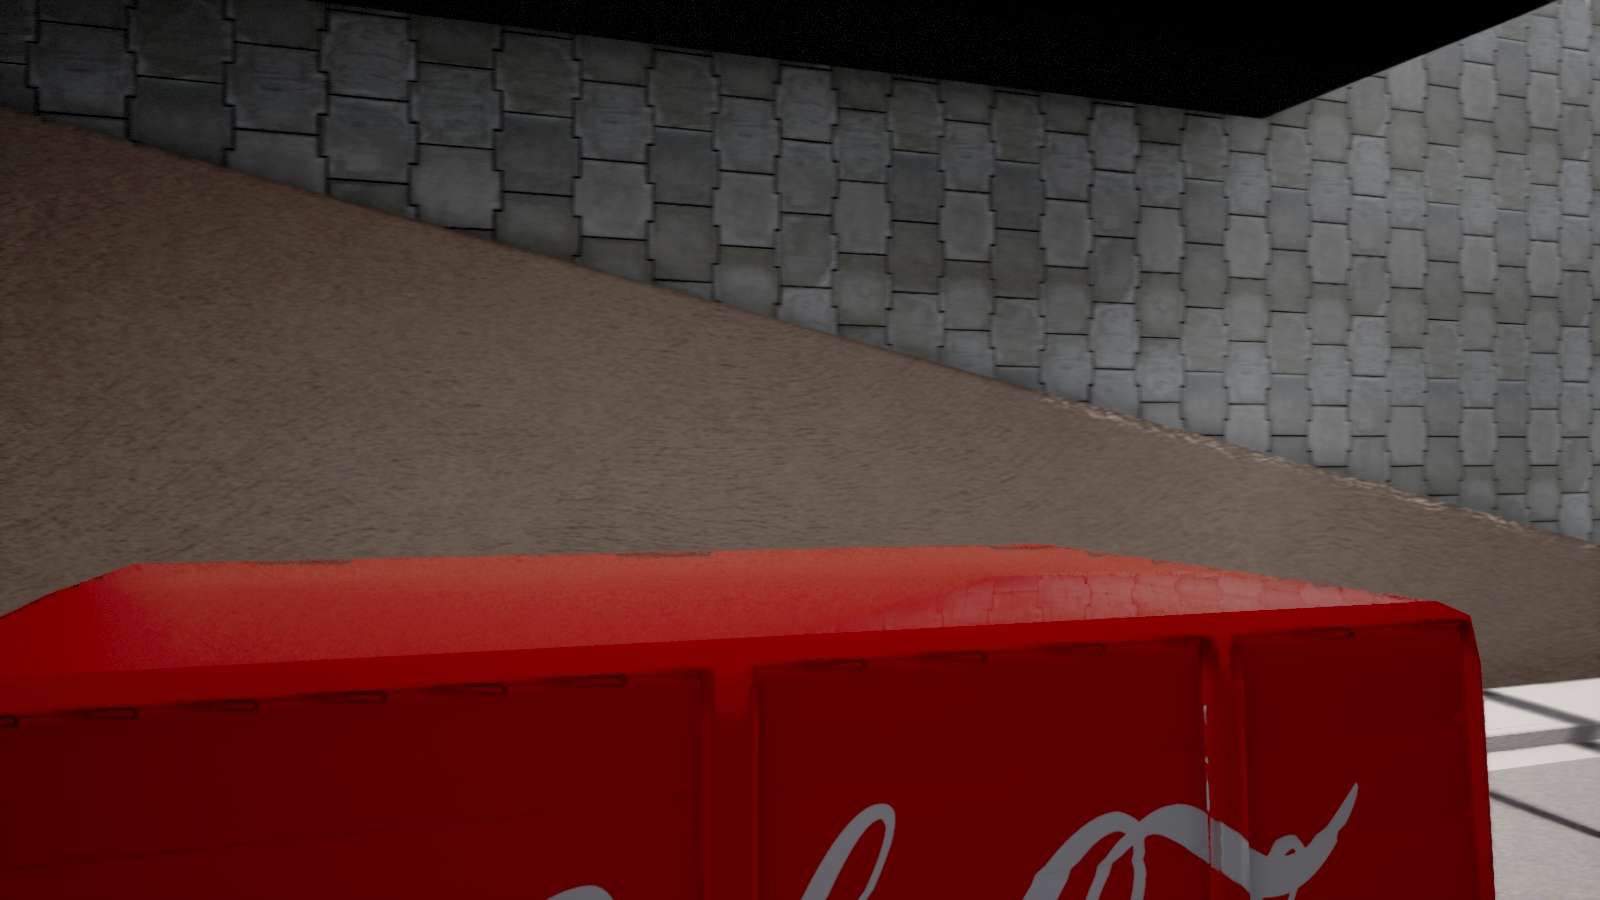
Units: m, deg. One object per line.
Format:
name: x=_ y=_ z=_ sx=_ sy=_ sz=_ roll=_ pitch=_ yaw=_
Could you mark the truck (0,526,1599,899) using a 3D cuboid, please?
truck: x=-1.092 y=1.568 z=2.895 sx=5.204 sy=2.467 sz=2.627 roll=0 pitch=0 yaw=-20
